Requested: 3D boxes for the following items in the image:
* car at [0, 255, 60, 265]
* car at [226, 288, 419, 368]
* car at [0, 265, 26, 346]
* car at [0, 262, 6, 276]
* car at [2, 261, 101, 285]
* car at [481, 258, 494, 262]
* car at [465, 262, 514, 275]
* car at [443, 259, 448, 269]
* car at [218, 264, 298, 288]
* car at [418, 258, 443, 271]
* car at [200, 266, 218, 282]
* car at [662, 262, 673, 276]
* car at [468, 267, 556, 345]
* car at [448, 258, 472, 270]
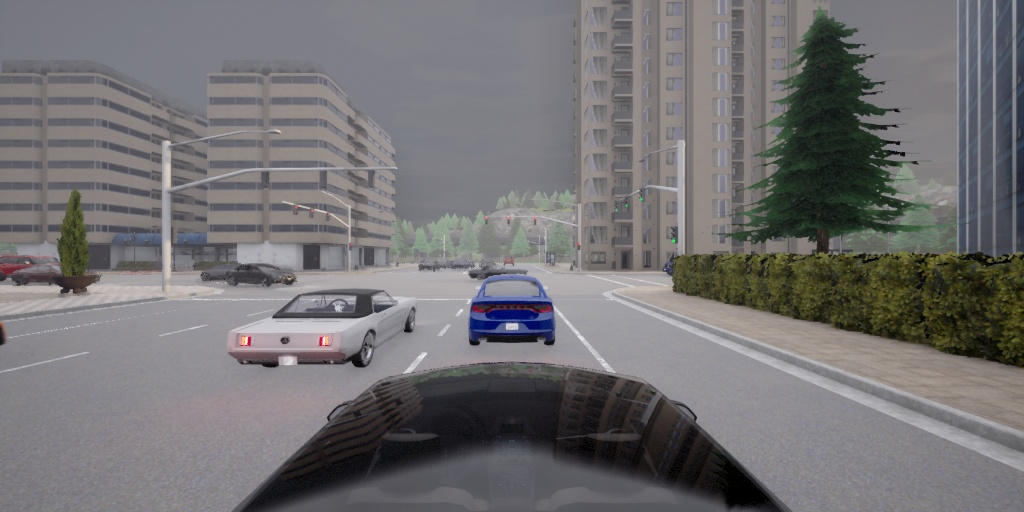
[{"bbox_3d":[-37.588,0.972,28.303,5.566,2.045,2.150,0,0,0],"label":"car"},{"bbox_3d":[-3.496,1.351,7.829,1.895,1.301,4.718,0,0,0],"label":"car"},{"bbox_3d":[-10.622,1.102,4.752,2.097,1.767,4.553,0,0,0],"label":"car"},{"bbox_3d":[-53.615,1.314,35.521,4.181,1.385,1.994,0,0,0],"label":"car"},{"bbox_3d":[-31.484,1.275,24.800,4.674,1.442,1.812,0,0,0],"label":"car"},{"bbox_3d":[-3.942,1.101,57.595,2.097,1.767,4.553,0,0,0],"label":"car"},{"bbox_3d":[-0.996,1.351,28.263,4.718,1.301,1.895,0,0,0],"label":"car"},{"bbox_3d":[-11.083,1.255,56.990,1.837,1.490,4.892,0,0,0],"label":"car"},{"bbox_3d":[-16.481,1.257,23.609,4.892,1.490,1.837,-1,-1,18],"label":"car"},{"bbox_3d":[-11.012,1.102,47.905,2.097,1.767,4.553,0,0,0],"label":"car"},{"bbox_3d":[-21.921,1.313,28.286,4.181,1.385,1.994,0,0,0],"label":"car"},{"bbox_3d":[17.892,0.971,35.442,5.566,2.045,2.150,0,0,0],"label":"car"},{"bbox_3d":[-0.004,1.228,9.495,1.882,1.535,5.008,0,0,0],"label":"car"},{"bbox_3d":[-7.547,1.102,52.124,2.097,1.767,4.553,0,0,0],"label":"car"}]
